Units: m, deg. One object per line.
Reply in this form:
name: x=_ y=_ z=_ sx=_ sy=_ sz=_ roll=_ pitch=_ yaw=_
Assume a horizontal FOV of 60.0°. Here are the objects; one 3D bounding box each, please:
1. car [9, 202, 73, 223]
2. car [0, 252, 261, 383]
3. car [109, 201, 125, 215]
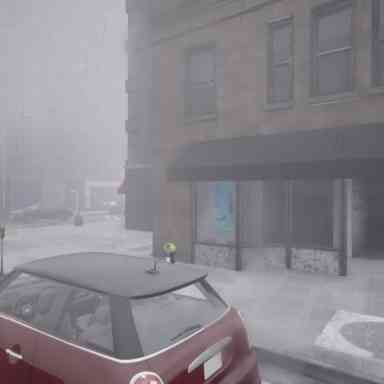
car: x=-11.377 y=1.515 z=25.367 sx=1.812 sy=1.442 sz=4.674 roll=0 pitch=0 yaw=37
car: x=-1.405 y=1.440 z=3.851 sx=4.097 sy=1.590 sz=1.967 roll=0 pitch=0 yaw=36
car: x=-6.140 y=1.555 z=32.803 sx=1.994 sy=1.385 sz=4.181 roll=0 pitch=0 yaw=35
